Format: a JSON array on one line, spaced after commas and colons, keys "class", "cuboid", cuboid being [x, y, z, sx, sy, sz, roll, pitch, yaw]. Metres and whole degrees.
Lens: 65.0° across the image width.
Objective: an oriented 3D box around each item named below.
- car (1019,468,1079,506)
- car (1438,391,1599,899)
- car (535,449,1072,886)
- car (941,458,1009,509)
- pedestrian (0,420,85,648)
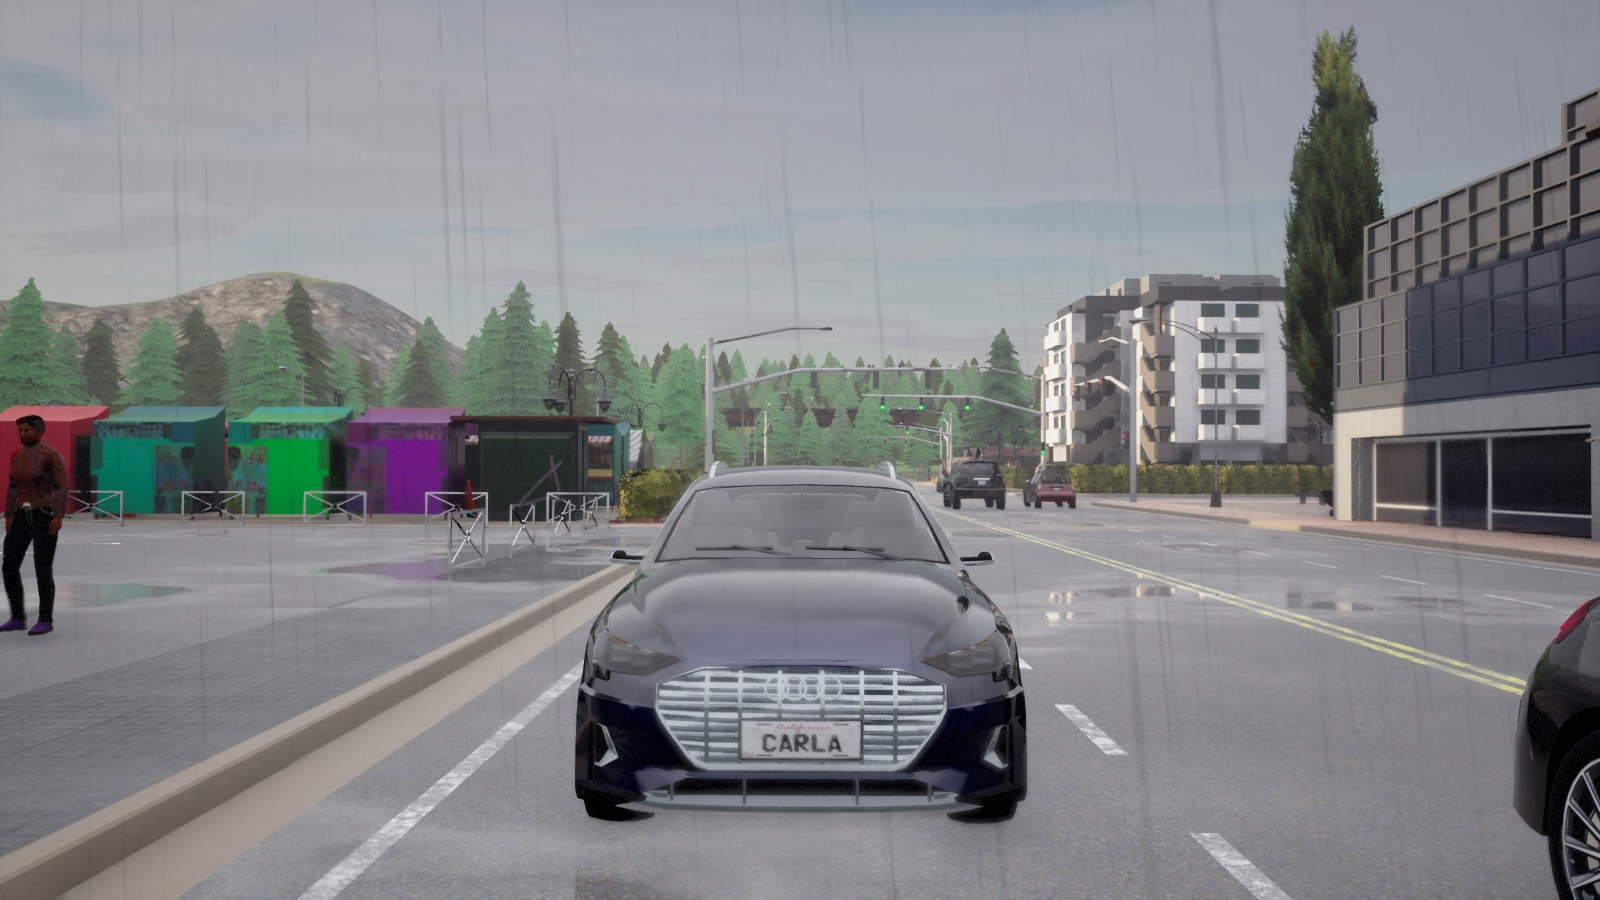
[{"class": "car", "cuboid": [10.908, 1.594, 55.224, 1.851, 1.617, 3.988, 0, -1, 0]}, {"class": "car", "cuboid": [3.494, 0.617, 2.241, 2.152, 1.651, 5.027, 0, -1, 0]}, {"class": "car", "cuboid": [0.019, 0.865, 7.197, 2.033, 1.649, 4.856, 0, -1, 0]}, {"class": "car", "cuboid": [7.394, 1.402, 53.589, 2.150, 2.045, 5.566, 0, -1, 0]}, {"class": "pedestrian", "cuboid": [-6.375, 0.672, 10.420, 0.328, 1.805, 0.869, 0, -1, 5]}]
